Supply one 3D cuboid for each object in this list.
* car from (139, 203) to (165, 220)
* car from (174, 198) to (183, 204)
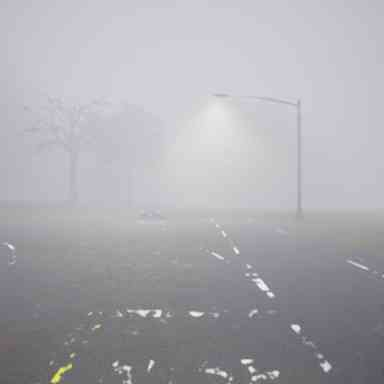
[{"bbox_3d":[-3.500,1.713,30.043,1.812,1.442,4.674,0,-1,0],"label":"car"},{"bbox_3d":[-3.182,2.179,80.225,2.033,1.411,5.357,0,-1,4],"label":"car"}]
